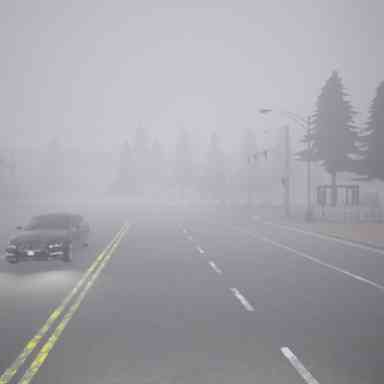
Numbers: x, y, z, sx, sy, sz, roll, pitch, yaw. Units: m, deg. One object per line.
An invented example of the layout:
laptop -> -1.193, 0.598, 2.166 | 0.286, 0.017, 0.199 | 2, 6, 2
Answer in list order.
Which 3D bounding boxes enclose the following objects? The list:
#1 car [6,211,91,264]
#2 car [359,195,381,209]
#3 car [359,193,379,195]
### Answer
car -> -4.930, 1.503, 12.010 | 1.837, 1.490, 4.892 | 0, 0, -7
car -> 21.651, 1.447, 43.460 | 4.892, 1.490, 1.837 | 0, 0, -6
car -> 23.895, 1.164, 47.244 | 5.566, 2.045, 2.150 | 0, 0, -6
